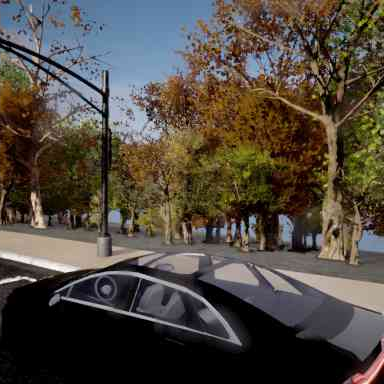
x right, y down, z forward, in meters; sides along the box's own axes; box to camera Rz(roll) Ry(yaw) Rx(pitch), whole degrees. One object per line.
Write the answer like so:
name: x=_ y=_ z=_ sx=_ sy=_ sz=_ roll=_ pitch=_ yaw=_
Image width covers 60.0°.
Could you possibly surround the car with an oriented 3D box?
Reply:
car: x=-0.395 y=1.491 z=3.974 sx=4.902 sy=1.511 sz=2.128 roll=0 pitch=0 yaw=36
